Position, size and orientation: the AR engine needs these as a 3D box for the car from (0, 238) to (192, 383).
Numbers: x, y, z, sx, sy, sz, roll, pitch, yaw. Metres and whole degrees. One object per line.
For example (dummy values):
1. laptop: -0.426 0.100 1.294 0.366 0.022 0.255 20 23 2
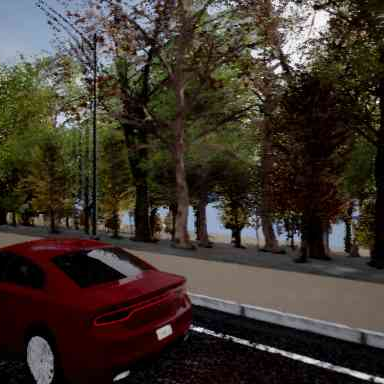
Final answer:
1. car: -2.335 1.500 5.351 5.008 1.535 1.882 0 0 36
